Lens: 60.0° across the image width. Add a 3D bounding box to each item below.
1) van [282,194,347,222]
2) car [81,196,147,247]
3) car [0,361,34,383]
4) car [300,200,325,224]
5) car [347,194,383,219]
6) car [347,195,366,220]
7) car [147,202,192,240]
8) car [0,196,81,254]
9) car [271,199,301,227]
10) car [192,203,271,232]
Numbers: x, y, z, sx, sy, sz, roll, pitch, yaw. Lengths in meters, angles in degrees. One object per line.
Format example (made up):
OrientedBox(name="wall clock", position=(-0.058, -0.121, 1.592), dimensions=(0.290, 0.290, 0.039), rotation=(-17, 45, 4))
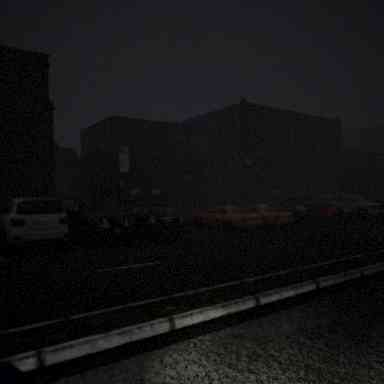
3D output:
OrientedBox(name="van", position=(8.908, 1.251, 25.184), dimensions=(1.878, 1.987, 4.442), rotation=(0, 0, -36))
OrientedBox(name="car", position=(-4.599, 1.239, 15.623), dimensions=(2.435, 2.045, 5.566), rotation=(0, 0, -36))
OrientedBox(name="car", position=(-3.086, 1.479, 0.930), dimensions=(5.008, 1.535, 1.882), rotation=(0, 0, -35))
OrientedBox(name="car", position=(6.599, 1.523, 23.671), dimensions=(2.002, 1.452, 4.674), rotation=(0, 0, -36))
OrientedBox(name="car", position=(13.341, 1.209, 28.468), dimensions=(2.435, 2.045, 5.566), rotation=(0, 0, -36))
OrientedBox(name="car", position=(11.064, 1.344, 26.910), dimensions=(2.185, 1.767, 4.553), rotation=(0, 0, -36))
OrientedBox(name="car", position=(-2.355, 1.365, 17.226), dimensions=(2.185, 1.767, 4.553), rotation=(0, 0, -36))
OrientedBox(name="car", position=(-6.874, 1.239, 14.063), dimensions=(2.435, 2.045, 5.566), rotation=(0, 0, -36))
OrientedBox(name="car", position=(4.248, 1.484, 22.219), dimensions=(1.946, 1.575, 5.366), rotation=(0, 0, -36))
OrientedBox(name="car", position=(2.004, 1.486, 20.613), dimensions=(1.946, 1.575, 5.366), rotation=(0, 0, -36))
